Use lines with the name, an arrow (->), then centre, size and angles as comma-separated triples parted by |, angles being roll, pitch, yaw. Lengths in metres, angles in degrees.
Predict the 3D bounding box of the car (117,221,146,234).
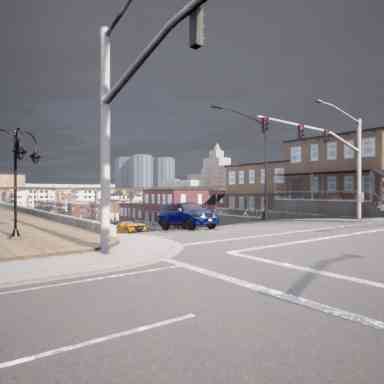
car -> -6.313, 3.602, 32.644 | 1.882, 1.535, 5.008 | 0, -12, -36

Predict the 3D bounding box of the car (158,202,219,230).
car -> -0.421, 1.777, 24.633 | 2.150, 2.045, 5.566 | 0, -5, -36
